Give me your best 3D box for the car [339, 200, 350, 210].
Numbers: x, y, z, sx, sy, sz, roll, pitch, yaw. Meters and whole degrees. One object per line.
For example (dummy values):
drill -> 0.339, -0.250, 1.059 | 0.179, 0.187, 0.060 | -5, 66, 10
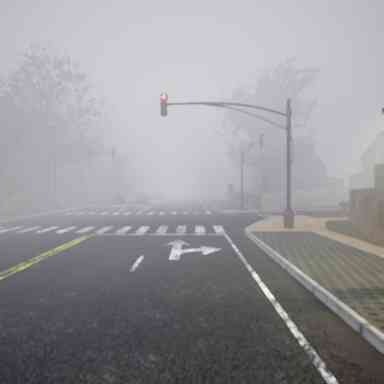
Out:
car -> 12.835, 0.773, 22.982 | 4.718, 1.301, 1.895 | -2, 0, -6

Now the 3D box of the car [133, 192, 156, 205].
car -> -6.632, 1.016, 46.079 | 2.033, 1.411, 5.357 | 0, 1, 0

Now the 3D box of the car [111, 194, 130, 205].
car -> -9.879, 1.031, 46.216 | 1.994, 1.385, 4.181 | 0, 1, 0

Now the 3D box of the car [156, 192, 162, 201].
car -> -6.599, 0.791, 61.784 | 2.128, 1.511, 4.902 | 0, 1, 1

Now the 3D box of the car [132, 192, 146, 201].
car -> -9.843, 0.799, 62.250 | 1.837, 1.490, 4.892 | 0, 1, 1
